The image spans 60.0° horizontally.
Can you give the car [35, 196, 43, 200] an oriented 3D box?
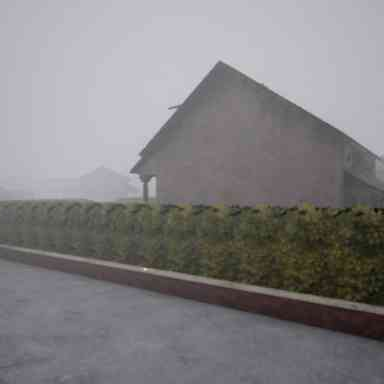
[{"bbox_3d":[-31.692,1.734,68.861,3.866,1.878,1.905,-1,0,36],"label":"car"}]
